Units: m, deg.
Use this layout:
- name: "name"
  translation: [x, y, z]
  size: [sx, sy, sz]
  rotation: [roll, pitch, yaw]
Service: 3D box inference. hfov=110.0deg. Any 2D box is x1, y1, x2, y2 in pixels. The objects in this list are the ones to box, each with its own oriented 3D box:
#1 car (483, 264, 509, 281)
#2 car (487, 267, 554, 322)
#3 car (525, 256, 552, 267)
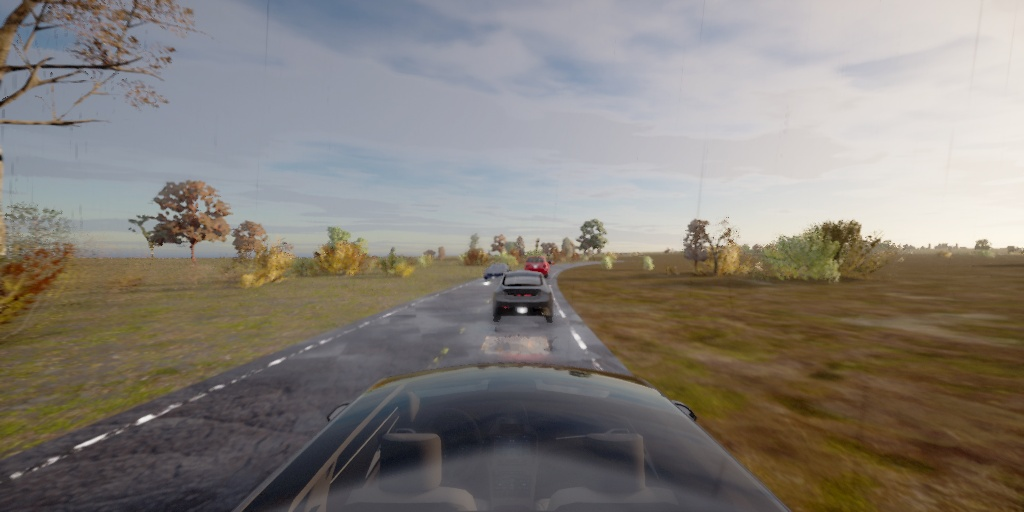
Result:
- name: "car"
  translation: [-1.169, 1.369, 31.503]
  size: [2.033, 1.411, 5.357]
  rotation: [0, 0, 7]
- name: "car"
  translation: [0.411, 1.283, 12.493]
  size: [1.837, 1.490, 4.892]
  rotation: [0, 0, 3]
- name: "car"
  translation: [2.446, 1.054, 34.349]
  size: [2.150, 2.045, 5.566]
  rotation: [0, 0, 8]
